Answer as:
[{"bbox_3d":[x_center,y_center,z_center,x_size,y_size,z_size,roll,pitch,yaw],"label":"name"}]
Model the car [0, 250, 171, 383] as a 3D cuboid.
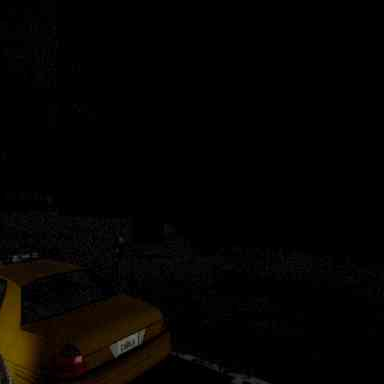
[{"bbox_3d":[-2.536,1.525,4.766,4.829,1.417,1.752,0,0,35],"label":"car"}]
